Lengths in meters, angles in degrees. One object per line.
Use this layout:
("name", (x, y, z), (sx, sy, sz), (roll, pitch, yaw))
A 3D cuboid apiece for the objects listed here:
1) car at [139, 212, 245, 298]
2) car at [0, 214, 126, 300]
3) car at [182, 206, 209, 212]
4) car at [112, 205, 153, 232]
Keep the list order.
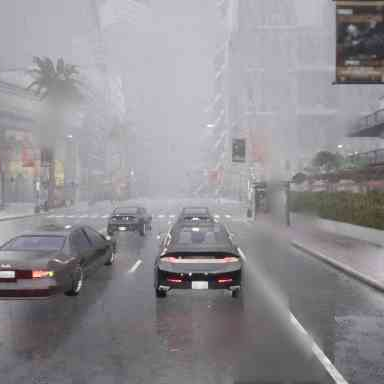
("car", (0.148, 1.492, 8.518), (2.128, 1.511, 4.902), (0, 0, 0))
("car", (-3.359, 1.547, 8.571), (2.033, 1.411, 5.357), (0, 0, 0))
("car", (0.180, 1.505, 17.935), (1.837, 1.490, 4.892), (0, 0, 0))
("car", (-3.316, 1.505, 18.315), (1.837, 1.490, 4.892), (0, 0, 0))
